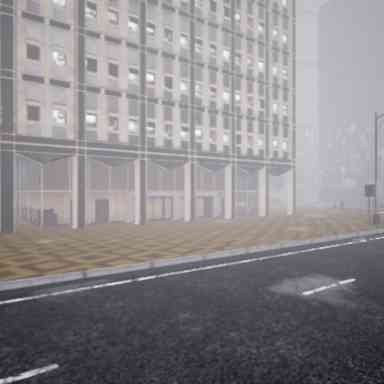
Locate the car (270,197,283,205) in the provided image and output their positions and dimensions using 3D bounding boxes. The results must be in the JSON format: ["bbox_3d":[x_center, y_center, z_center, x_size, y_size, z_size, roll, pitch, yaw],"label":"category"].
[{"bbox_3d":[17.441,1.910,70.074,1.837,1.490,4.892,0,-1,-8],"label":"car"}]
